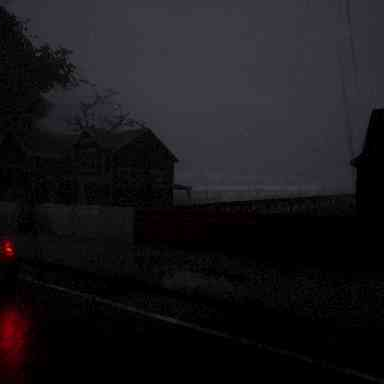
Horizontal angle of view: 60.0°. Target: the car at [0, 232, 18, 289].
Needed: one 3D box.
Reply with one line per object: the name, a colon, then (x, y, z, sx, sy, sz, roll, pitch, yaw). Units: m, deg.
car: (-6.220, 1.315, 7.999, 4.553, 1.767, 2.097, 0, 0, 36)
